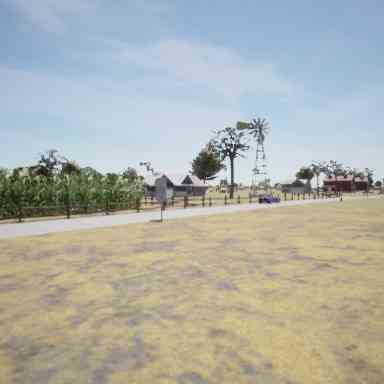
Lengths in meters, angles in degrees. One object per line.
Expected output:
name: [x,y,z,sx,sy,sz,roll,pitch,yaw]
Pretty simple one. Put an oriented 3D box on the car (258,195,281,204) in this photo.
car: [11.981,1.144,51.482,1.895,1.301,4.718,0,0,36]
